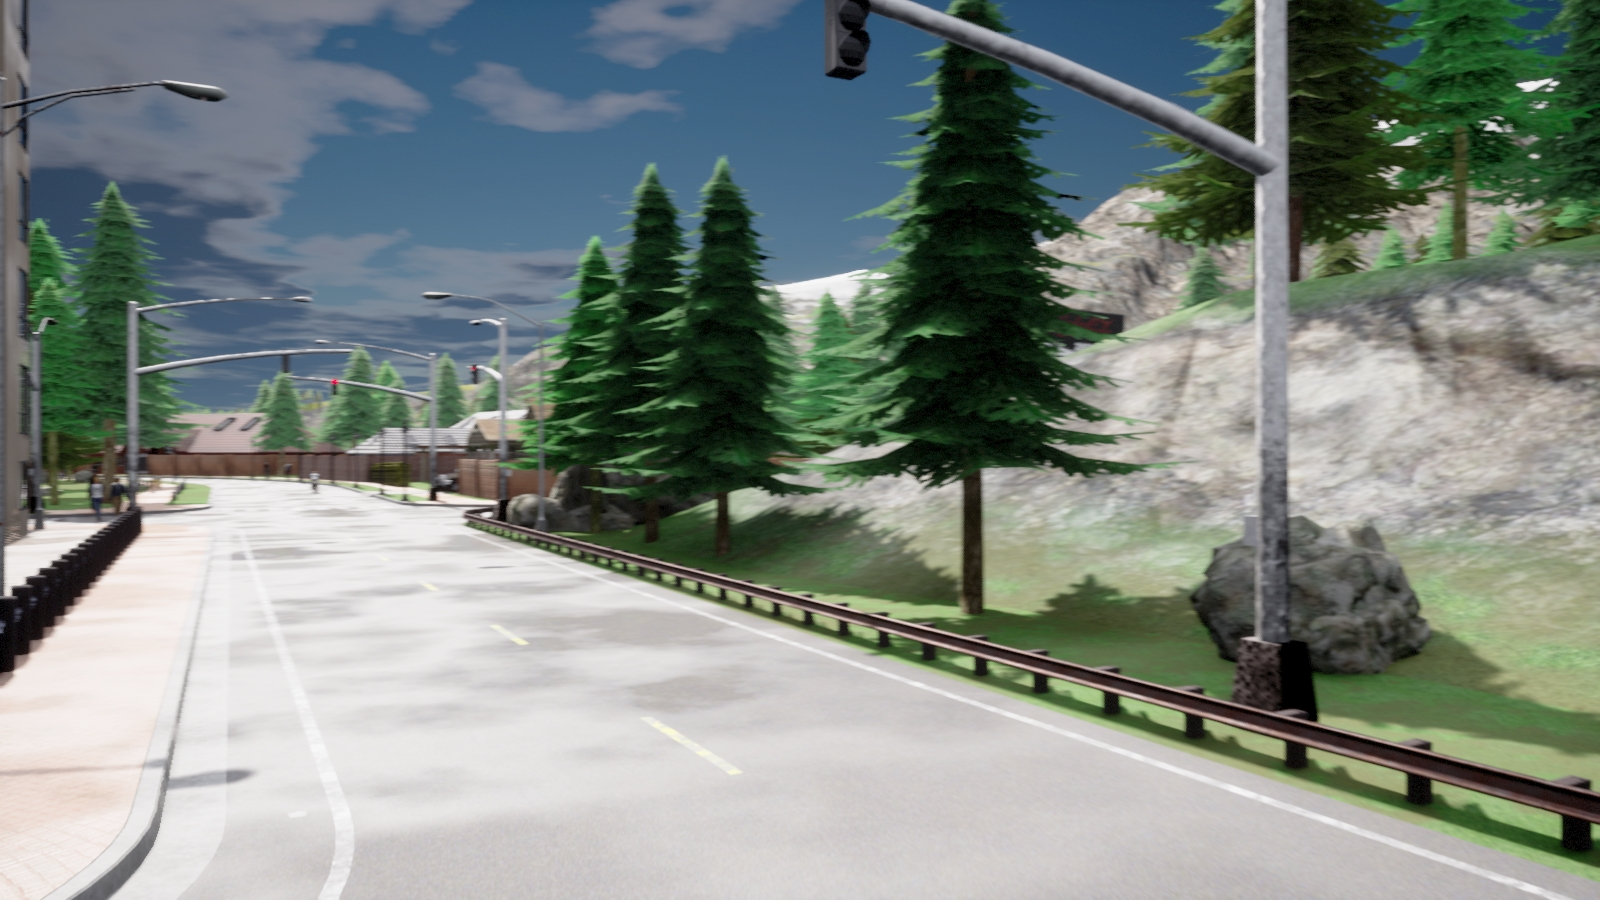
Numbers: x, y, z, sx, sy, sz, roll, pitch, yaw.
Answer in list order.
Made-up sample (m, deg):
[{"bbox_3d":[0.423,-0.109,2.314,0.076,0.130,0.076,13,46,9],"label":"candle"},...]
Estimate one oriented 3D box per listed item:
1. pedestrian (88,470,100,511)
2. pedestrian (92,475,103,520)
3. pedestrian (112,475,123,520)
[{"bbox_3d":[-32.257,1.829,52.230,0.375,1.860,0.375,0,0,-15],"label":"pedestrian"},{"bbox_3d":[-29.206,1.969,47.505,0.375,1.860,0.375,0,0,-37],"label":"pedestrian"},{"bbox_3d":[-28.318,1.967,47.422,0.375,1.860,0.375,0,0,-26],"label":"pedestrian"}]
